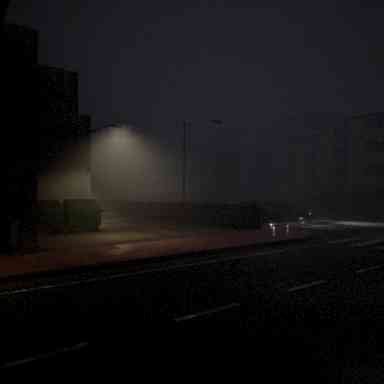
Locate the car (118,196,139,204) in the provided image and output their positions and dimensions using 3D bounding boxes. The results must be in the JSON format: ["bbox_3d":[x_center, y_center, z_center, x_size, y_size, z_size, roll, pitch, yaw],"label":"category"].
[{"bbox_3d":[-12.649,1.565,66.138,4.181,1.385,1.994,0,0,38],"label":"car"}]

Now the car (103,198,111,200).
[{"bbox_3d":[-14.861,1.602,63.418,4.718,1.301,1.895,0,0,34],"label":"car"}]

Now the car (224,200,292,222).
[{"bbox_3d":[5.167,1.478,26.700,1.882,1.535,5.008,0,0,-36],"label":"car"}]

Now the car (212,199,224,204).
[{"bbox_3d":[2.597,1.503,36.296,1.837,1.490,4.892,0,1,-36],"label":"car"}]

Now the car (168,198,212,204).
[{"bbox_3d":[-0.238,1.563,34.242,1.994,1.385,4.181,0,0,-36],"label":"car"}]

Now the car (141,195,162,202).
[{"bbox_3d":[-6.864,1.353,49.381,2.097,1.767,4.553,0,0,-37],"label":"car"}]

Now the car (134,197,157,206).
[{"bbox_3d":[-8.024,1.565,56.699,1.994,1.385,4.181,0,0,-40],"label":"car"}]

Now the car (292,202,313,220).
[{"bbox_3d":[8.040,1.492,28.784,2.128,1.511,4.902,0,0,-37],"label":"car"}]

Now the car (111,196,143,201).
[{"bbox_3d":[-9.223,1.601,46.723,1.895,1.301,4.718,0,0,-36],"label":"car"}]

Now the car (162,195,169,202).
[{"bbox_3d":[-5.893,1.353,59.523,2.097,1.767,4.553,0,0,-41],"label":"car"}]

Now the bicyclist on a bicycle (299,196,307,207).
[{"bbox_3d":[13.347,1.302,40.152,1.656,1.620,0.582,0,0,-36],"label":"bicyclist on a bicycle"}]
